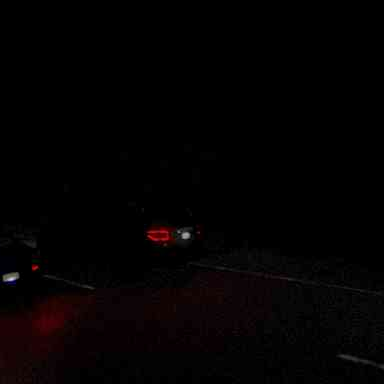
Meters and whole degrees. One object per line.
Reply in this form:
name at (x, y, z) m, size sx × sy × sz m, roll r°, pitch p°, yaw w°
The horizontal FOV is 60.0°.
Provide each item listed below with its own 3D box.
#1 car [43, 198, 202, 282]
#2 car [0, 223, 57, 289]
car at (-2.334, 1.184, 9.956) m, size 5.566 × 2.045 × 2.150 m, roll 0°, pitch 0°, yaw 36°
car at (-5.418, 1.482, 7.856) m, size 4.674 × 1.442 × 1.812 m, roll 0°, pitch 0°, yaw 36°
